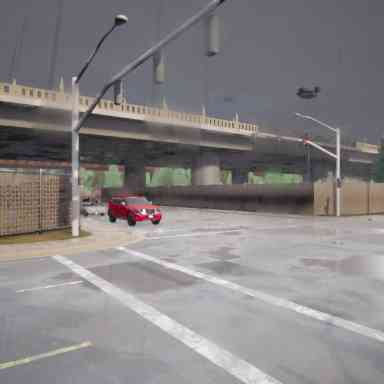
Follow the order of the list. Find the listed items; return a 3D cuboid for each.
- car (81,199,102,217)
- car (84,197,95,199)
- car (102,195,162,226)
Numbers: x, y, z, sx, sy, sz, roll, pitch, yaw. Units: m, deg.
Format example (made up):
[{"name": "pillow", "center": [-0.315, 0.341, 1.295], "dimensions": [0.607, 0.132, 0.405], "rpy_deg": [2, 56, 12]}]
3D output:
[{"name": "car", "center": [-10.003, 1.656, 32.262], "dimensions": [1.895, 1.301, 4.718], "rpy_deg": [0, 0, -36]}, {"name": "car", "center": [-19.783, 1.619, 64.272], "dimensions": [1.994, 1.385, 4.181], "rpy_deg": [0, 0, -36]}, {"name": "car", "center": [-4.341, 1.278, 24.363], "dimensions": [2.150, 2.045, 5.566], "rpy_deg": [0, 0, -36]}]
